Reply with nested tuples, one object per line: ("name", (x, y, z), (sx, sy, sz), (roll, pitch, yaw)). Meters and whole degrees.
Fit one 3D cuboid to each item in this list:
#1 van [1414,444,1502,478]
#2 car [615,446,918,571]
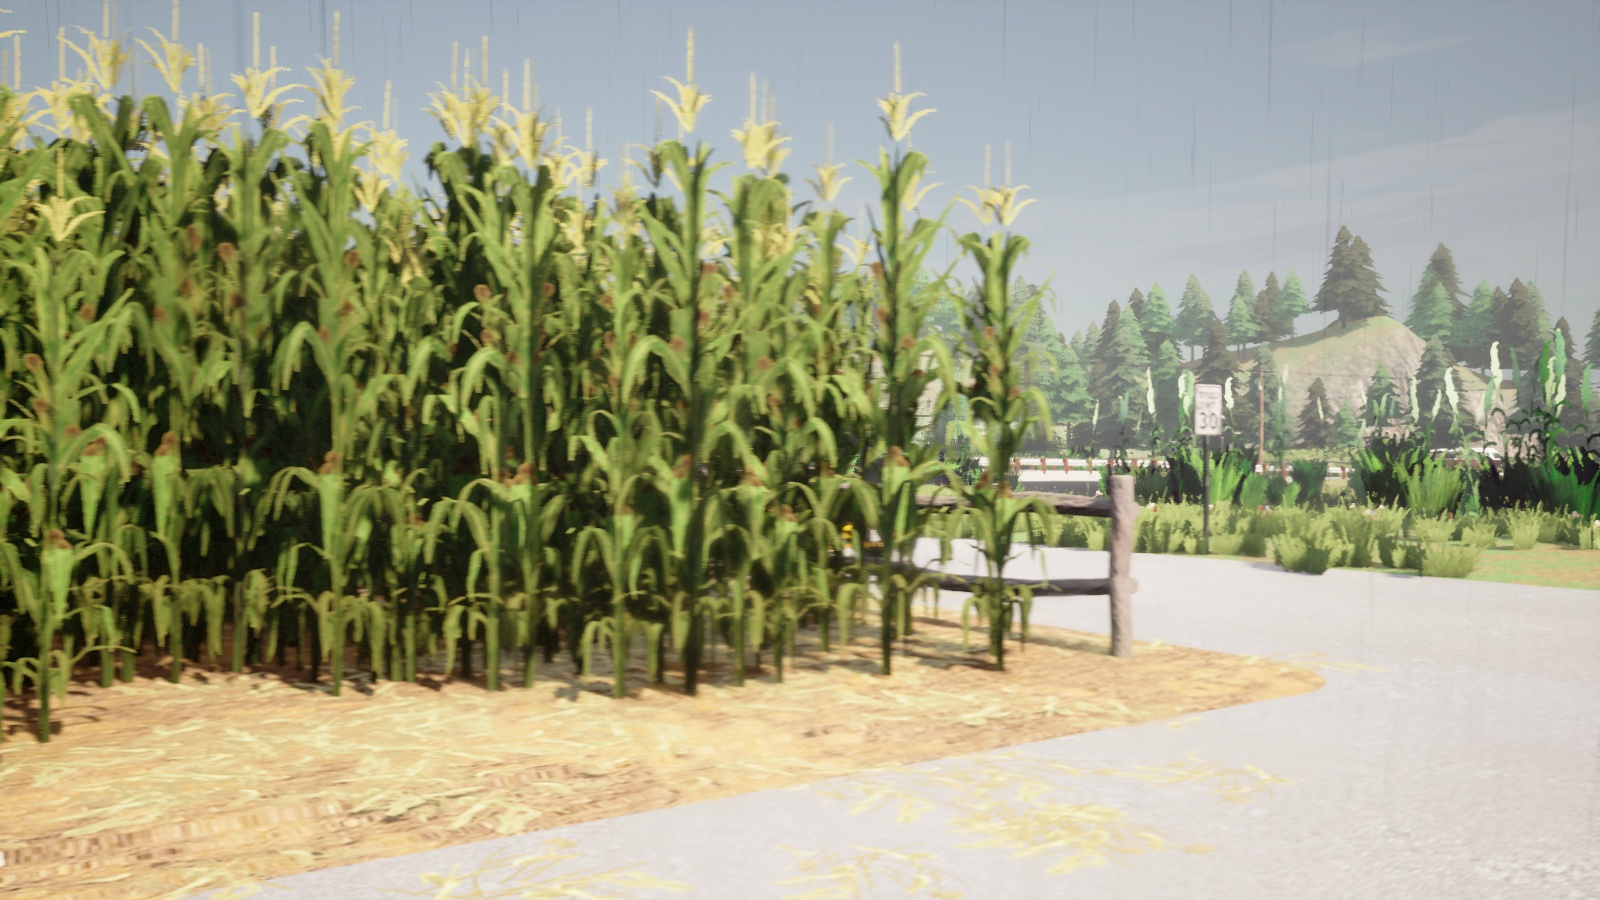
("van", (40.887, 0.709, 78.088), (4.480, 2.038, 2.069), (0, -1, 44))
("car", (-0.693, 0.748, 18.524), (1.801, 1.575, 5.366), (0, 0, -35))
